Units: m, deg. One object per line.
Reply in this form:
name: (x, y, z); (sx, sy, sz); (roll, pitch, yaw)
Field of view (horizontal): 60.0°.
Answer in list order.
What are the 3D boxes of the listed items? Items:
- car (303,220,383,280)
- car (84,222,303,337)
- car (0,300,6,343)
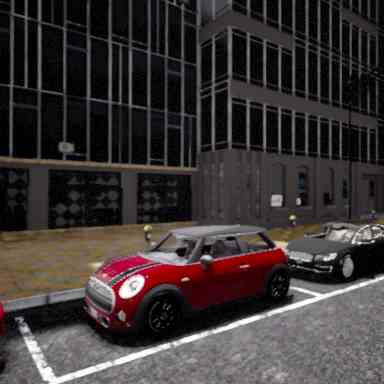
car: (4.541, 1.540, 9.798); (4.403, 1.369, 2.008); (0, 0, -36)
car: (0.032, 1.436, 6.580); (4.097, 1.590, 1.967); (0, 0, -36)
car: (-4.476, 1.546, 3.363); (4.507, 1.381, 1.887); (0, 0, -36)
